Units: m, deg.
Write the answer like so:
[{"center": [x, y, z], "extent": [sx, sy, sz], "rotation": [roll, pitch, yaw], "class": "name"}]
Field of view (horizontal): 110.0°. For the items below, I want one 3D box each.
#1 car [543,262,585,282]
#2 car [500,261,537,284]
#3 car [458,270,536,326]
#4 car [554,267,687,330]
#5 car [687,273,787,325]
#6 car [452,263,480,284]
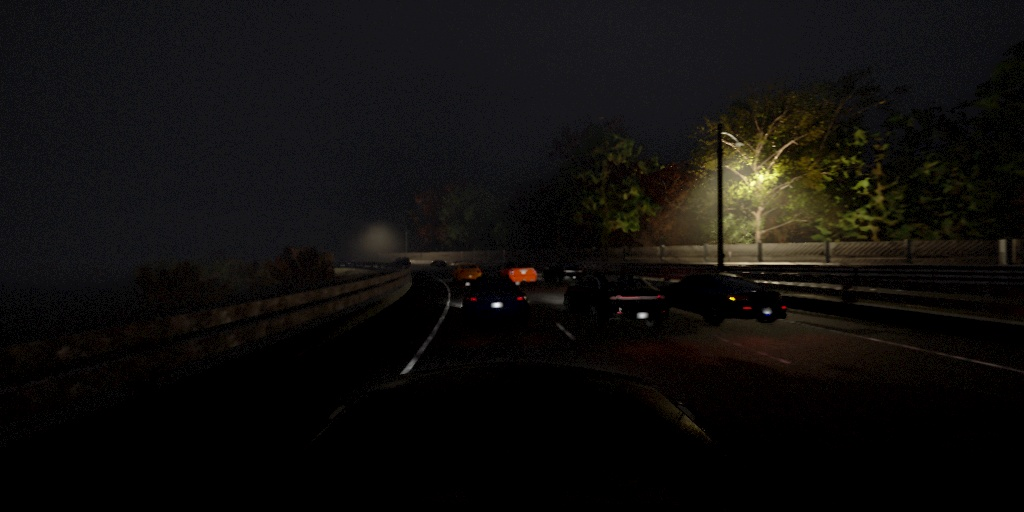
[{"center": [3.806, 1.289, 27.355], "extent": [2.128, 1.511, 4.902], "rotation": [0, 0, -13], "class": "car"}, {"center": [0.333, 1.170, 26.860], "extent": [2.097, 1.767, 4.553], "rotation": [0, 0, -13], "class": "car"}, {"center": [-0.621, 1.345, 11.994], "extent": [1.994, 1.385, 4.181], "rotation": [0, 0, -6], "class": "car"}, {"center": [2.981, 1.252, 11.187], "extent": [2.128, 1.511, 4.902], "rotation": [0, 0, -5], "class": "car"}, {"center": [6.453, 1.268, 11.650], "extent": [1.812, 1.442, 4.674], "rotation": [0, 0, -5], "class": "car"}, {"center": [-3.616, 1.320, 28.267], "extent": [1.882, 1.535, 5.008], "rotation": [0, 0, -15], "class": "car"}]
